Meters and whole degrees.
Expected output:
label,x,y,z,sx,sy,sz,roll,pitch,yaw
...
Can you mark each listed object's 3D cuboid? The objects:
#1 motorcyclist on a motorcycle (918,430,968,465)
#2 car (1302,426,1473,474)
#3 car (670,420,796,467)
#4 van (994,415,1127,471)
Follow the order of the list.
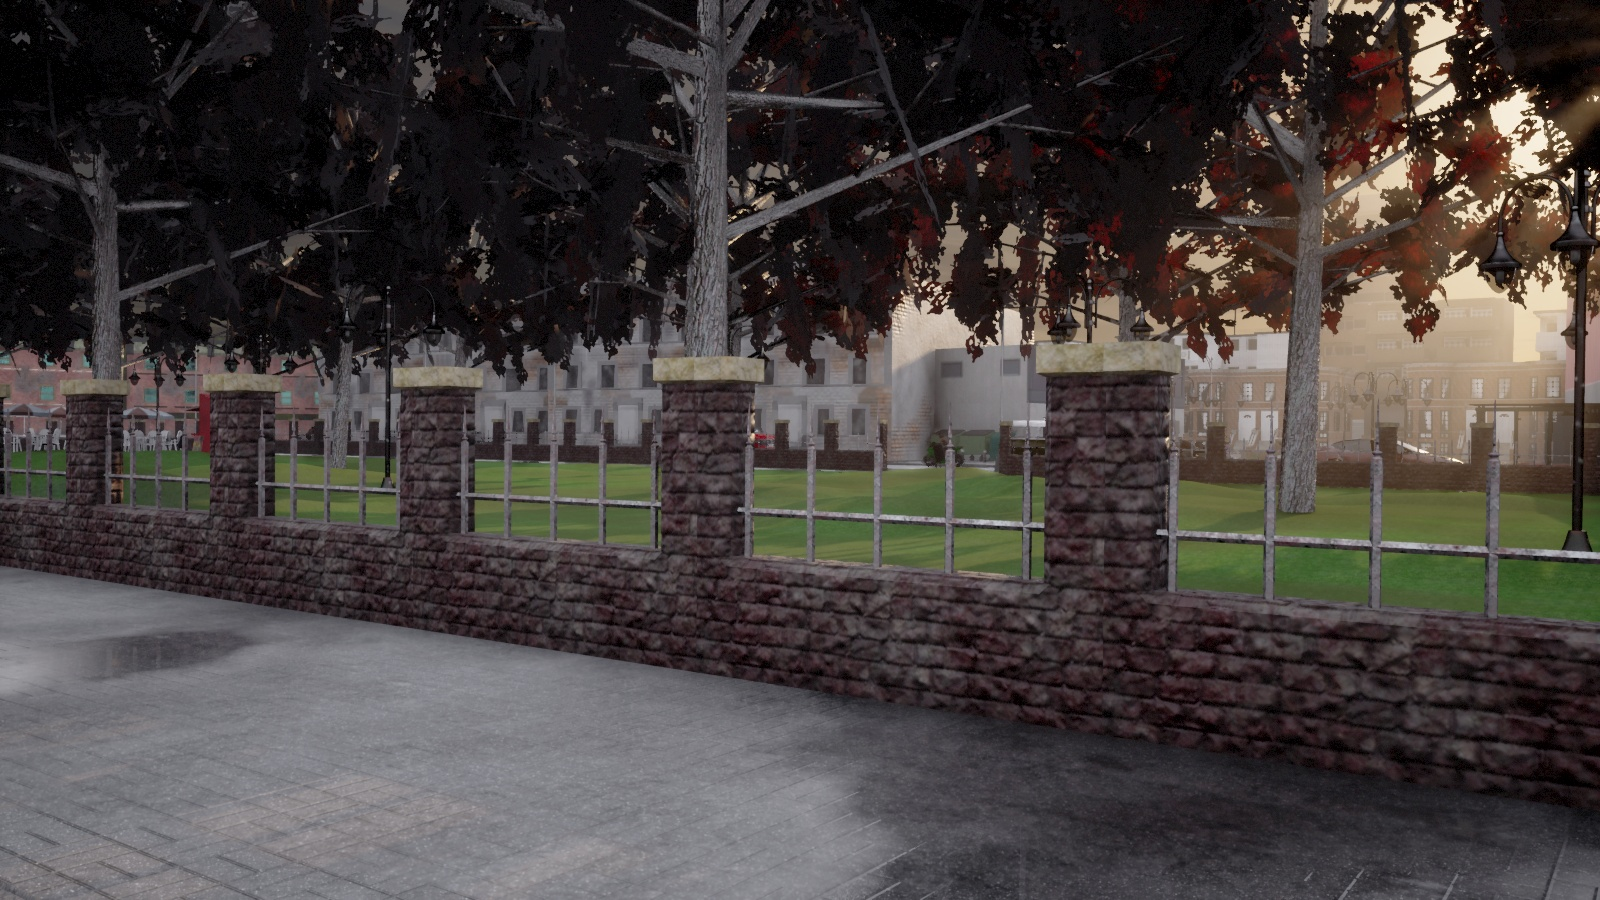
label,x,y,z,sx,sy,sz,roll,pitch,yaw
motorcyclist on a motorcycle,6.289,-0.099,55.374,2.044,1.523,0.797,0,1,35
car,19.259,-0.006,41.237,4.792,1.488,2.163,0,1,35
car,-3.078,-0.302,57.117,5.566,2.045,2.150,0,1,35
van,9.916,-0.289,47.879,4.480,2.038,2.069,0,1,35
